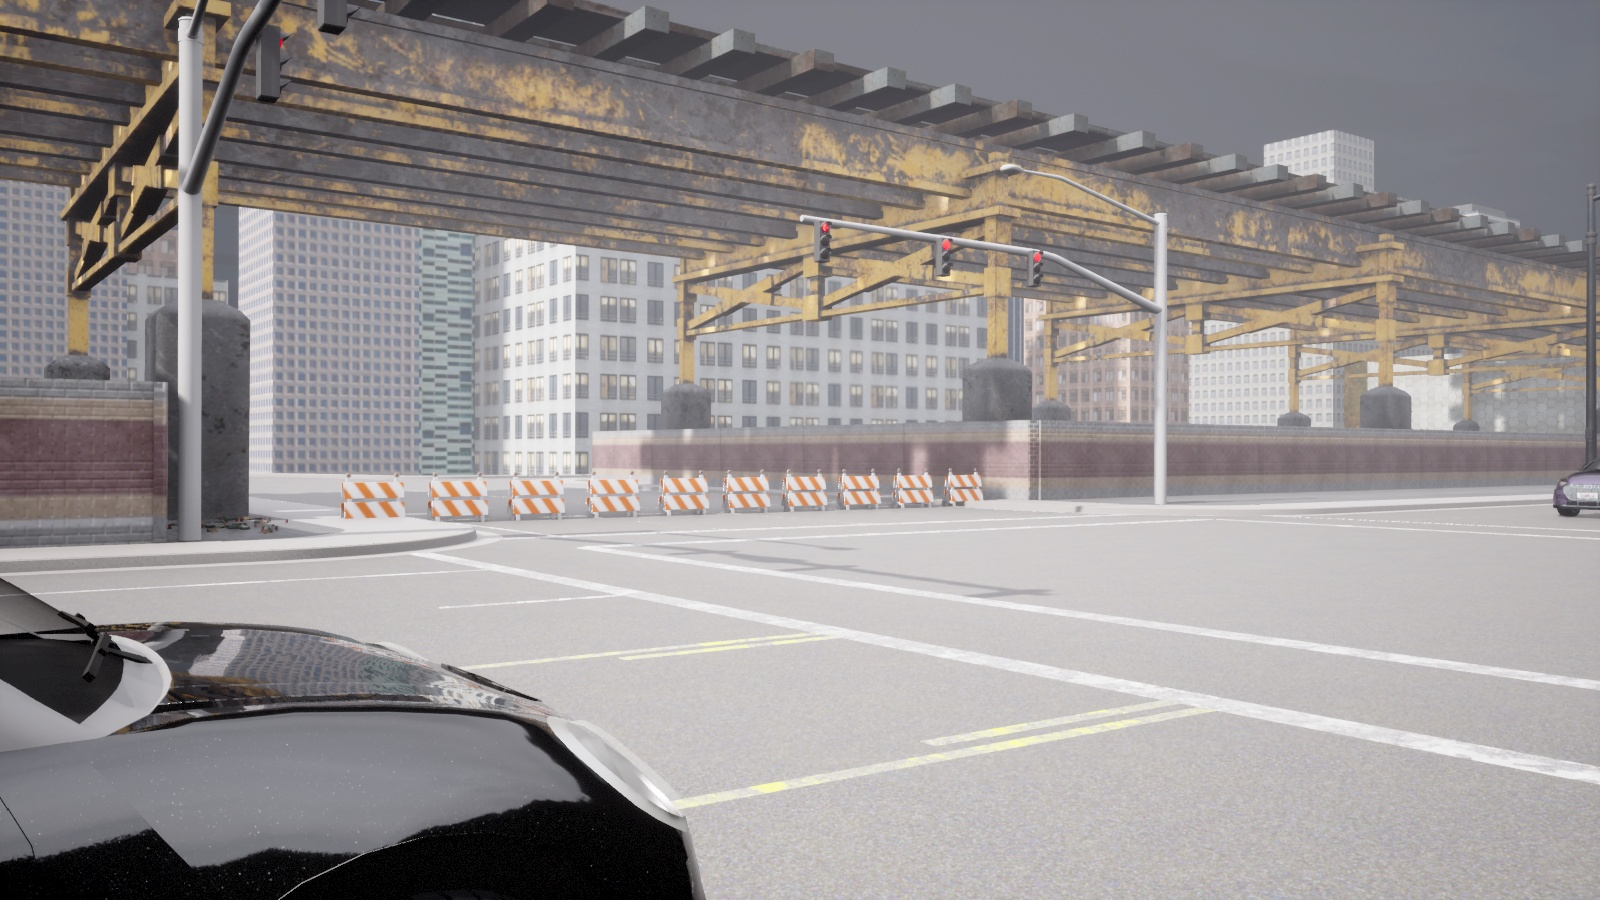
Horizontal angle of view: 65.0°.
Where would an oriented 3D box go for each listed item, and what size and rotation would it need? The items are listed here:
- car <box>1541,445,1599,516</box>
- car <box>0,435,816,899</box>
[{"bbox_3d":[20.333,0.707,30.642,4.856,1.649,2.033,0,0,-35],"label":"car"},{"bbox_3d":[-2.093,0.720,2.202,3.806,1.475,1.970,0,0,-35],"label":"car"}]
